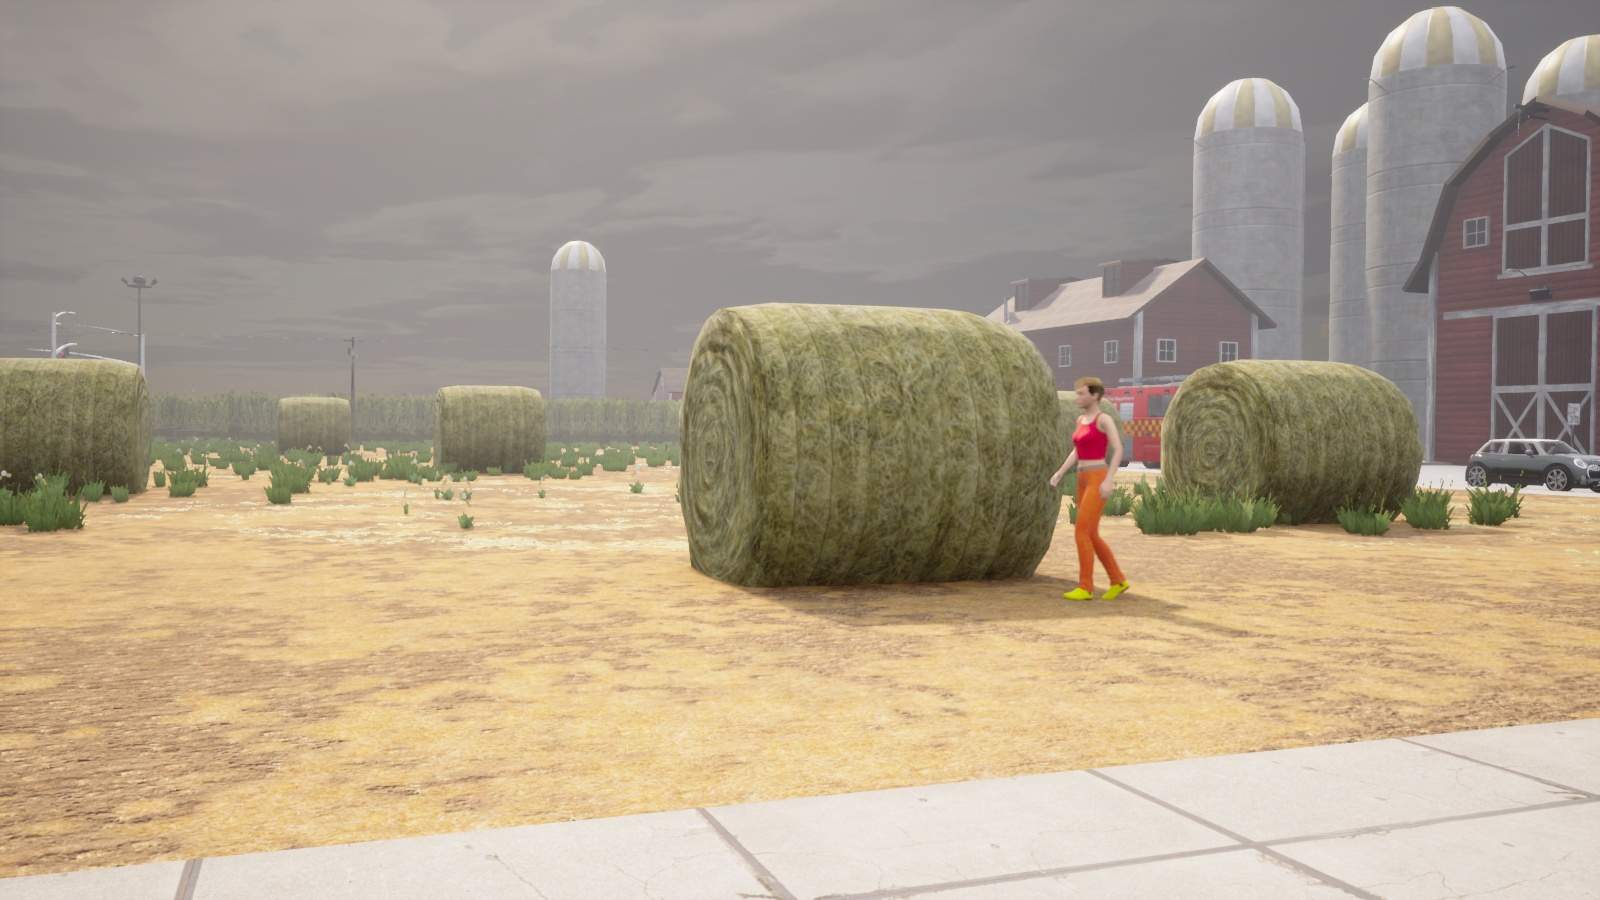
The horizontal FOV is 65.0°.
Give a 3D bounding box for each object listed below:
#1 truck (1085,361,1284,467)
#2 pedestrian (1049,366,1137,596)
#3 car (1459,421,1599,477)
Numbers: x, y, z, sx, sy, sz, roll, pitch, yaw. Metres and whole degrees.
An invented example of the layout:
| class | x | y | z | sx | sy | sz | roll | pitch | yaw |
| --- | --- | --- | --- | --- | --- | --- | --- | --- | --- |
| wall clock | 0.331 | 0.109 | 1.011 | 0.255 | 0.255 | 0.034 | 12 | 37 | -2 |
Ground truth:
| class | x | y | z | sx | sy | sz | roll | pitch | yaw |
| --- | --- | --- | --- | --- | --- | --- | --- | --- | --- |
| truck | 15.082 | -1.387 | 50.129 | 2.891 | 3.827 | 8.468 | -2 | 1 | -22 |
| pedestrian | 2.380 | 0.241 | 10.219 | 0.594 | 1.836 | 0.345 | -1 | 1 | -12 |
| car | 20.982 | -0.067 | 35.478 | 1.970 | 1.475 | 3.806 | -1 | 1 | -22 |
